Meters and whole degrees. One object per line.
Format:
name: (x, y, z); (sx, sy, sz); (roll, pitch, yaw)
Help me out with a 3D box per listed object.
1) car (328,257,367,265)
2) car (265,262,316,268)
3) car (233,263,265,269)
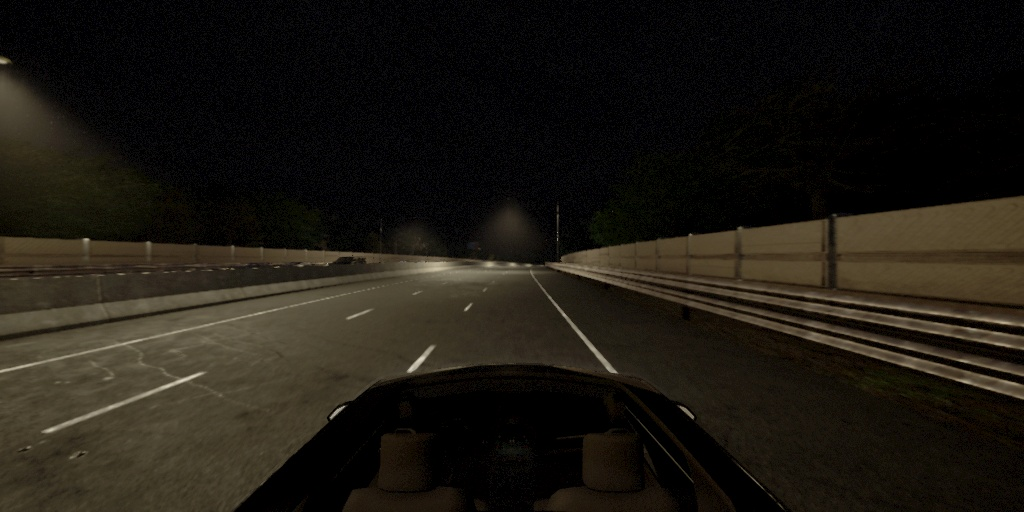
car: (-17.073, 1.070, 37.368); (2.150, 2.045, 5.566); (0, -1, 2)
car: (-20.653, 1.301, 34.384); (2.128, 1.511, 4.902); (0, -1, 2)
car: (-24.176, 1.342, 33.734); (2.033, 1.411, 5.357); (0, -1, 2)
